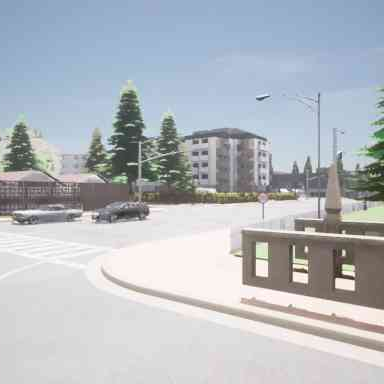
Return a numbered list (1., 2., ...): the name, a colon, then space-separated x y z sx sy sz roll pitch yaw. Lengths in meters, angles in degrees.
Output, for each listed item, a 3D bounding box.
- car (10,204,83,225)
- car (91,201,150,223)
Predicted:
1. car: -10.555 1.592 24.391 1.895 1.301 4.718 0 0 38
2. car: -5.356 1.482 25.397 2.128 1.511 4.902 0 0 38
